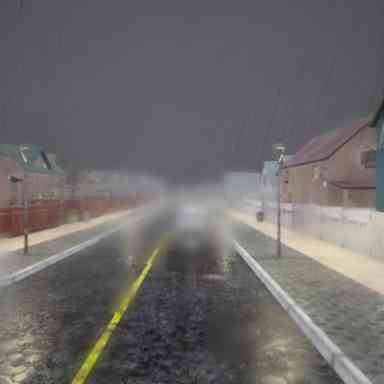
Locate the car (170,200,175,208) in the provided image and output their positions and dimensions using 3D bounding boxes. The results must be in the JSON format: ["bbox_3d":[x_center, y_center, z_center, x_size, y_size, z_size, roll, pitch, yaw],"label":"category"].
[{"bbox_3d":[-2.770,2.152,58.450,1.994,1.385,4.181,0,-1,0],"label":"car"}]

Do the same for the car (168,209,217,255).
[{"bbox_3d":[0.022,1.663,13.886,1.812,1.442,4.674,0,0,1],"label":"car"}]

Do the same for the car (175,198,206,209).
[{"bbox_3d":[0.007,1.497,27.558,2.150,2.045,5.566,0,0,0],"label":"car"}]
